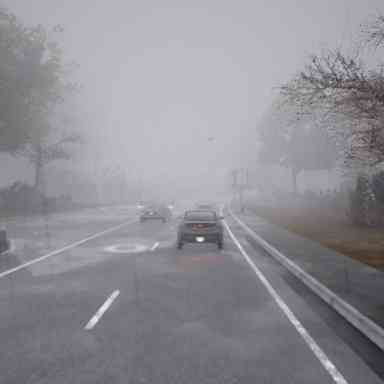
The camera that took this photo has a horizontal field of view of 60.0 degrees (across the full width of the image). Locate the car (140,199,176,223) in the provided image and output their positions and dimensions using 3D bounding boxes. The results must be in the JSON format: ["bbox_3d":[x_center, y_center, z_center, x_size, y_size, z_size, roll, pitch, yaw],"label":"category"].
[{"bbox_3d":[-2.686,1.553,25.505,2.033,1.411,5.357,0,0,3],"label":"car"}]

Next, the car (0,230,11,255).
[{"bbox_3d":[-6.991,1.545,8.722,2.033,1.411,5.357,0,0,1],"label":"car"}]

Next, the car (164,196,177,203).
[{"bbox_3d":[-3.785,1.508,55.860,2.128,1.511,4.902,0,0,7],"label":"car"}]

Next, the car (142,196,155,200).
[{"bbox_3d":[-7.340,1.490,55.615,1.882,1.535,5.008,0,0,7],"label":"car"}]

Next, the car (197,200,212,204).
[{"bbox_3d":[1.232,1.537,32.112,1.812,1.442,4.674,0,0,4],"label":"car"}]

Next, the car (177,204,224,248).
[{"bbox_3d":[0.376,1.510,14.783,1.837,1.490,4.892,0,0,2],"label":"car"}]
